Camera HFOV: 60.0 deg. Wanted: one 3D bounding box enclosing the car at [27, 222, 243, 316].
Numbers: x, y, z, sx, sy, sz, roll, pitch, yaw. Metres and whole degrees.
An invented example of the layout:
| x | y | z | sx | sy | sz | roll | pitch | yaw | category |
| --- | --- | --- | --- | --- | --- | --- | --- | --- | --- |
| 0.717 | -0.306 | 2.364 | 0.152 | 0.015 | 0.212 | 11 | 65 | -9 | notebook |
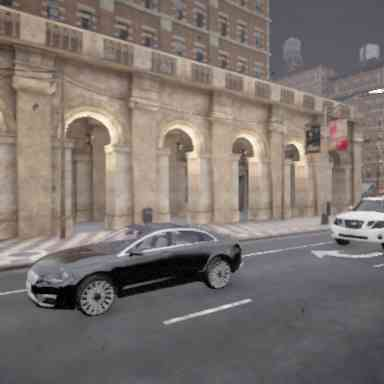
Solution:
| x | y | z | sx | sy | sz | roll | pitch | yaw | category |
| --- | --- | --- | --- | --- | --- | --- | --- | --- | --- |
| -1.016 | 1.486 | 7.567 | 4.902 | 1.511 | 2.128 | 0 | 0 | -35 | car |

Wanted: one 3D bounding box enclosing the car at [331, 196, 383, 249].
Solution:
| x | y | z | sx | sy | sz | roll | pitch | yaw | category |
| --- | --- | --- | --- | --- | --- | --- | --- | --- | --- |
| 8.296 | 1.191 | 14.225 | 5.566 | 2.045 | 2.150 | 0 | 0 | -36 | car |
